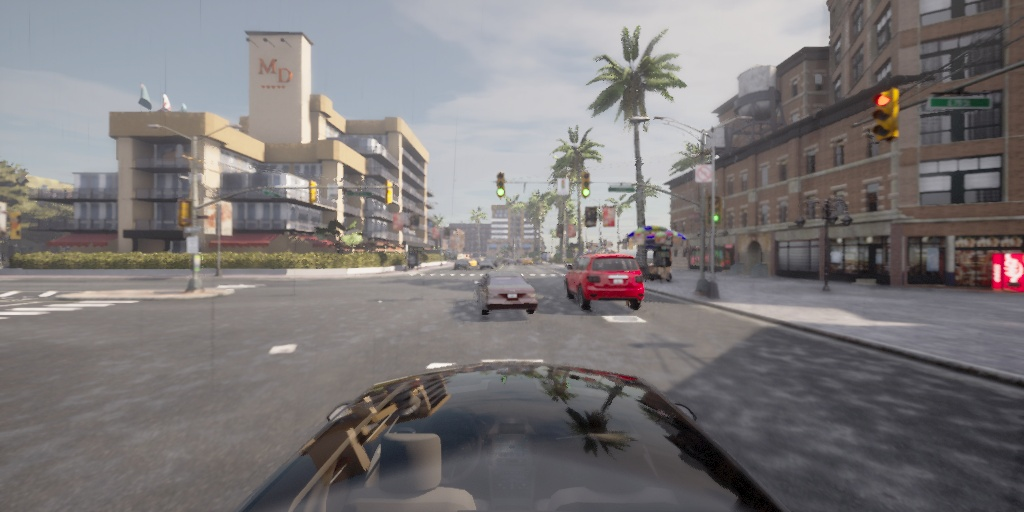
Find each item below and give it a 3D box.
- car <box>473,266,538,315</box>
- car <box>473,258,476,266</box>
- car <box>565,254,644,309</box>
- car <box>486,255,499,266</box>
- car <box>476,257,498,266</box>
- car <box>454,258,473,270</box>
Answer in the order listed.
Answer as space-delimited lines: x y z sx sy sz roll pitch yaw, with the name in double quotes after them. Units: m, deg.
-0.375 1.275 13.599 2.033 1.411 5.357 0 0 -9 "car"
-6.996 1.118 59.832 1.882 1.535 5.008 0 0 0 "car"
3.602 0.947 14.841 2.150 2.045 5.566 0 0 0 "car"
-3.496 0.860 60.507 2.150 2.045 5.566 0 0 0 "car"
-3.497 1.205 50.603 2.033 1.411 5.357 0 0 0 "car"
-6.997 1.163 50.373 1.837 1.490 4.892 0 0 0 "car"
